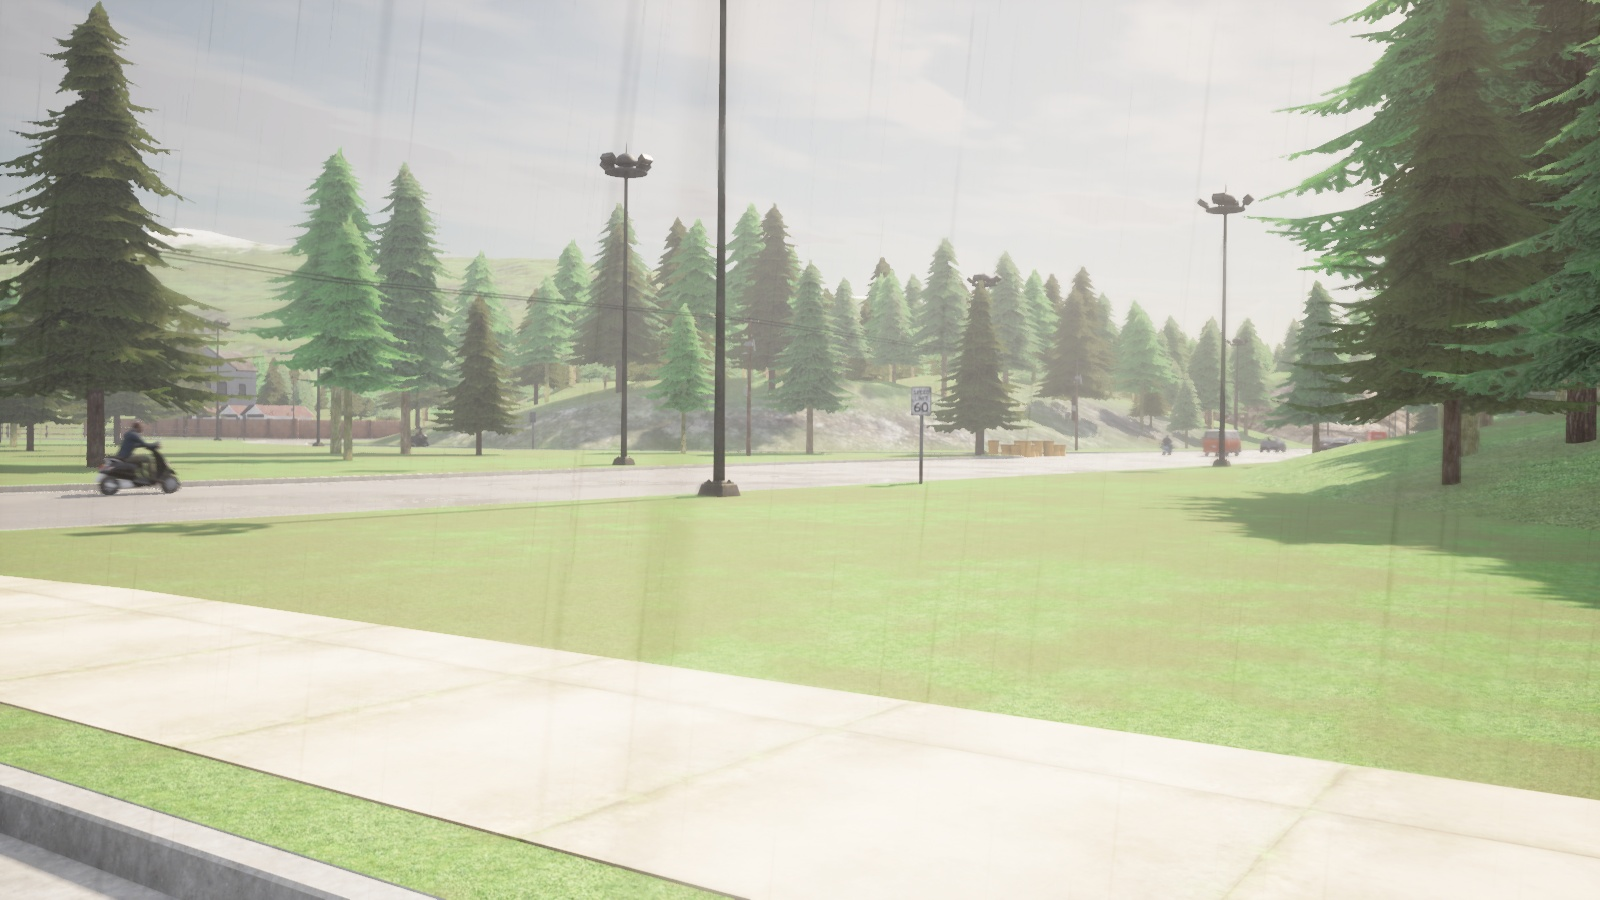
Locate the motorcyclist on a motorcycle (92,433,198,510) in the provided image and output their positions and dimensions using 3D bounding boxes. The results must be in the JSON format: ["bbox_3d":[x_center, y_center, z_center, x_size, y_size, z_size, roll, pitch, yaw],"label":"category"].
[{"bbox_3d":[-14.117,0.435,27.092,0.866,1.590,1.817,0,1,35],"label":"motorcyclist on a motorcycle"}]

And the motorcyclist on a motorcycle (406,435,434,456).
[{"bbox_3d":[-28.069,-0.322,92.783,2.044,1.523,0.797,0,1,32],"label":"motorcyclist on a motorcycle"}]

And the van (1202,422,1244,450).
[{"bbox_3d":[31.191,-1.069,92.575,1.775,1.987,4.442,0,1,35],"label":"van"}]
